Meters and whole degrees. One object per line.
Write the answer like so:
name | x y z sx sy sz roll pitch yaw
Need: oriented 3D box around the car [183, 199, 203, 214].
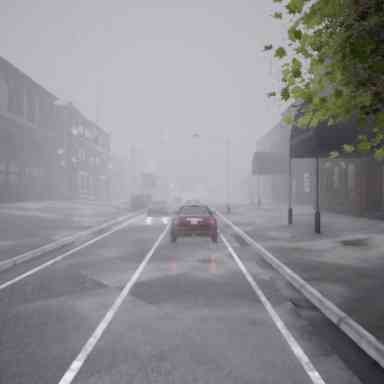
car | 0.094 1.483 35.130 2.033 1.411 5.357 0 0 0

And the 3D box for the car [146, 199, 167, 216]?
car | -3.101 1.441 31.407 1.837 1.490 4.892 0 1 0

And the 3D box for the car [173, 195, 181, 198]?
car | -3.010 1.432 71.870 2.033 1.411 5.357 0 0 0

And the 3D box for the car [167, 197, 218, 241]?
car | 0.097 1.325 16.537 2.097 1.767 4.553 0 0 0
